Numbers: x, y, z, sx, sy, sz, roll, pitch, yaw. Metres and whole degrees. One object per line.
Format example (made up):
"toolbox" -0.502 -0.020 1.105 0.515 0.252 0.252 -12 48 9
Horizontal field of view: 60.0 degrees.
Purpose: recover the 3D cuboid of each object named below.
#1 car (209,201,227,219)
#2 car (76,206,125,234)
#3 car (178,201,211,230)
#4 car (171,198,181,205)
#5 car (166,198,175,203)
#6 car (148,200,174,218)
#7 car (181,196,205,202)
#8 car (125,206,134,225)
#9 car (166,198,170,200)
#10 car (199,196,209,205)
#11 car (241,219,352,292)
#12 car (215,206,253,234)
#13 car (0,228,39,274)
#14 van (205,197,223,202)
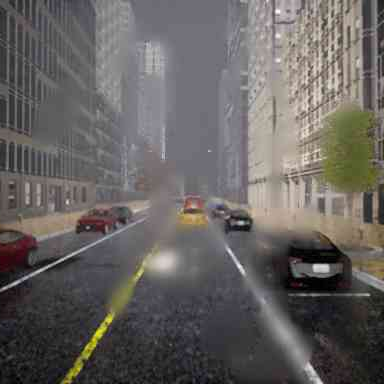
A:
"car" 2.696 1.839 31.778 1.947 1.339 4.313 0 0 0
"car" -5.686 1.723 20.404 1.887 1.381 4.507 0 0 0
"car" 0.102 1.654 22.807 1.801 1.575 5.366 0 -1 0
"car" -2.991 2.089 73.849 1.994 1.385 4.181 0 0 0
"car" -5.677 2.272 88.713 1.947 1.339 4.313 0 0 0
"car" -3.093 1.813 33.495 1.812 1.442 4.674 0 0 0
"car" 0.106 1.565 40.310 2.150 2.045 5.566 0 0 0
"car" -5.685 1.792 26.096 1.947 1.339 4.313 0 0 0
"car" -5.681 2.048 60.252 2.008 1.369 4.403 0 0 0
"car" 2.703 1.939 77.317 2.192 1.841 5.009 0 0 0
"car" 2.693 1.646 9.011 1.947 1.339 4.313 0 0 0
"car" 2.695 1.744 20.394 1.947 1.339 4.313 0 0 0
"car" -5.687 1.662 9.019 1.802 1.307 4.206 0 -1 0
"van" 2.698 1.661 37.474 1.690 1.788 3.998 0 0 0
